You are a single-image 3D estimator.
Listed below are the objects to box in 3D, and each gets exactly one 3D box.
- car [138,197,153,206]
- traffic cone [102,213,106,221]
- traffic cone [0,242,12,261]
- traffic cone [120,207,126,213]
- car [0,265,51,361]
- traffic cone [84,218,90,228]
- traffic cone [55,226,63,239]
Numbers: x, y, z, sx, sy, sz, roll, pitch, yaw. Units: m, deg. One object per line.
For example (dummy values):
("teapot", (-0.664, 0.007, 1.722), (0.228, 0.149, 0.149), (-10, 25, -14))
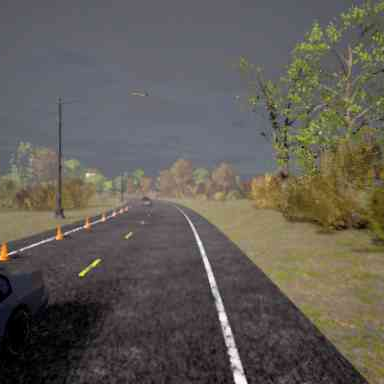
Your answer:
("car", (-7.581, 1.537, 53.917), (1.812, 1.442, 4.674), (0, 0, -18))
("traffic cone", (-6.865, 1.949, 25.881), (0.340, 0.580, 0.340), (0, 0, -4))
("traffic cone", (-6.205, 1.950, 11.003), (0.340, 0.580, 0.340), (0, 0, -2))
("traffic cone", (-7.585, 1.951, 35.784), (0.340, 0.580, 0.340), (0, 0, -5))
("car", (-3.226, 1.546, 3.182), (2.033, 1.411, 5.357), (0, 0, -1))
("traffic cone", (-6.589, 1.948, 20.924), (0.340, 0.580, 0.340), (0, 0, -3))
("traffic cone", (-6.369, 1.949, 15.965), (0.340, 0.580, 0.340), (0, 0, -2))
